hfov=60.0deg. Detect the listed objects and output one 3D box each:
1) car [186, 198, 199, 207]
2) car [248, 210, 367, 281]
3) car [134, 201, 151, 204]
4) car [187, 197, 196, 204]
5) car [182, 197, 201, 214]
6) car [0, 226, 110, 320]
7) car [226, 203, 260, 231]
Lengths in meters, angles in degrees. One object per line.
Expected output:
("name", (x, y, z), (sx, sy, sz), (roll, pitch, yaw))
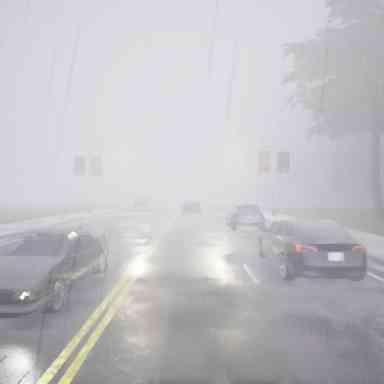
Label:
("car", (0.073, 1.738, 55.620), (2.128, 1.511, 4.902), (0, 0, 0))
("car", (3.245, 1.505, 9.839), (2.163, 1.488, 4.792), (0, 0, 0))
("car", (-6.522, 1.353, 44.733), (2.033, 1.411, 5.357), (0, 0, 0))
("car", (-0.035, 1.919, 73.710), (1.882, 1.535, 5.008), (0, -1, 0))
("car", (-0.028, 1.582, 36.167), (1.882, 1.535, 5.008), (0, -1, 0))
("car", (-3.354, 1.546, 7.807), (2.033, 1.411, 5.357), (0, 0, 0))
("car", (3.240, 1.459, 20.813), (2.033, 1.649, 4.856), (0, 0, 0))
